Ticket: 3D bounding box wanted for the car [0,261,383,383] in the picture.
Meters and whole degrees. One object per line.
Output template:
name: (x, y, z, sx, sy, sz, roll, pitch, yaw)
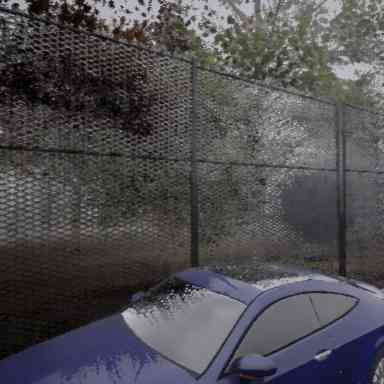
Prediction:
car: (0.371, 1.528, 3.325, 4.674, 1.442, 1.812, 0, 0, -35)
